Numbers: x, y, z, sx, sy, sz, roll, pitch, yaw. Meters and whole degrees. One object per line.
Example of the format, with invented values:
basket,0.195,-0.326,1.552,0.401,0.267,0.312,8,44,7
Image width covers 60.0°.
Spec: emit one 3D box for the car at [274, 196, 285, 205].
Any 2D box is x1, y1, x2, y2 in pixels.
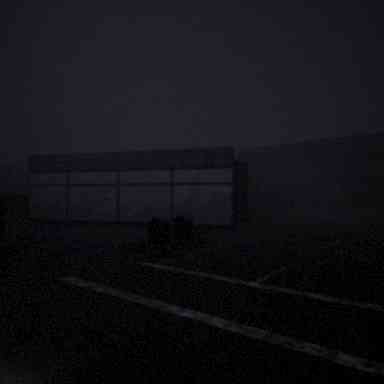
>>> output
car,14.511,1.485,57.761,2.242,1.667,4.611,0,0,36
